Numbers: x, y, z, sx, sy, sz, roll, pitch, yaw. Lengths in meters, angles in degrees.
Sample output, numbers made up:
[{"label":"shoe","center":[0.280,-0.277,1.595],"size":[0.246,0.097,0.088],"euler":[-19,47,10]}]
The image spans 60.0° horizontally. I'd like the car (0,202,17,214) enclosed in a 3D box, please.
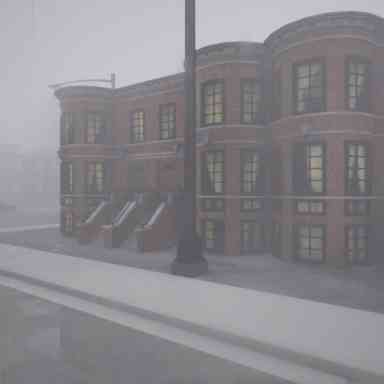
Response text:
[{"label":"car","center":[-20.139,1.600,32.940],"size":[1.895,1.301,4.718],"euler":[0,0,35]}]
